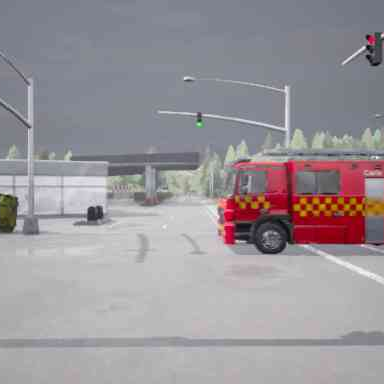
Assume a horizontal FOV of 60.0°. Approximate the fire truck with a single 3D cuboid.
[{"bbox_3d":[5.350,0.339,13.153,8.468,3.827,2.891,0,0,-1],"label":"fire truck"}]
